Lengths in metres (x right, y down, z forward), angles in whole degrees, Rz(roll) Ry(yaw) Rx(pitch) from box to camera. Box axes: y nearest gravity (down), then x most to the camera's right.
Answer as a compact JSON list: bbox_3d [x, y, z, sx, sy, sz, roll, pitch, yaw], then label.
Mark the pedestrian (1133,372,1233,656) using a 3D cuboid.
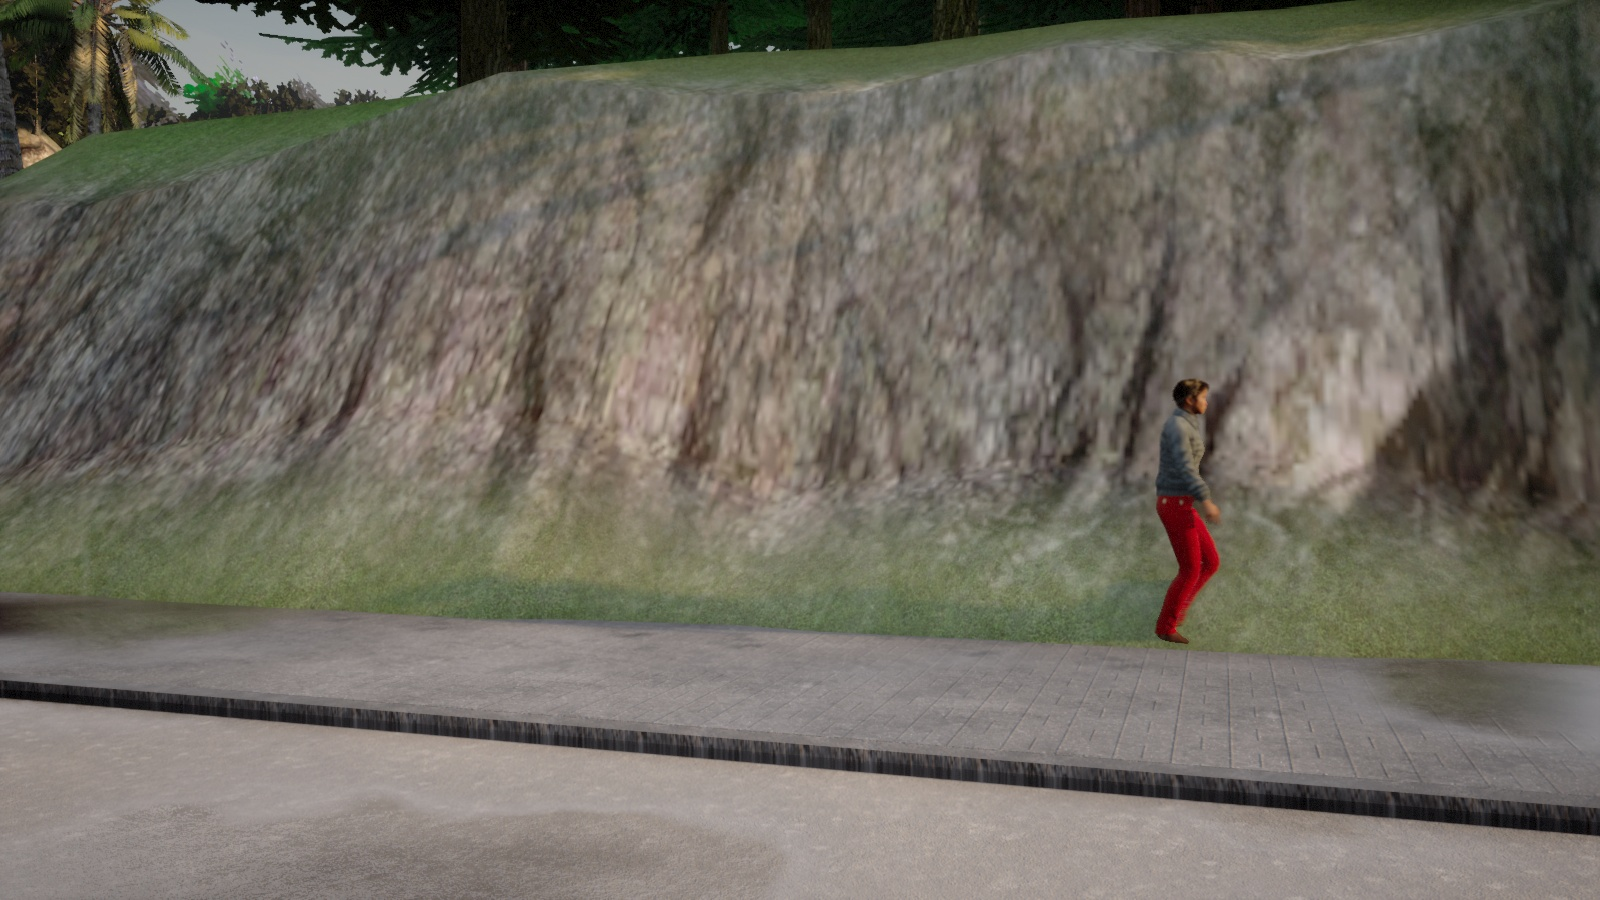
[{"bbox_3d":[2.564,0.411,8.415,0.614,1.847,0.353,1,1,18],"label":"pedestrian"}]
